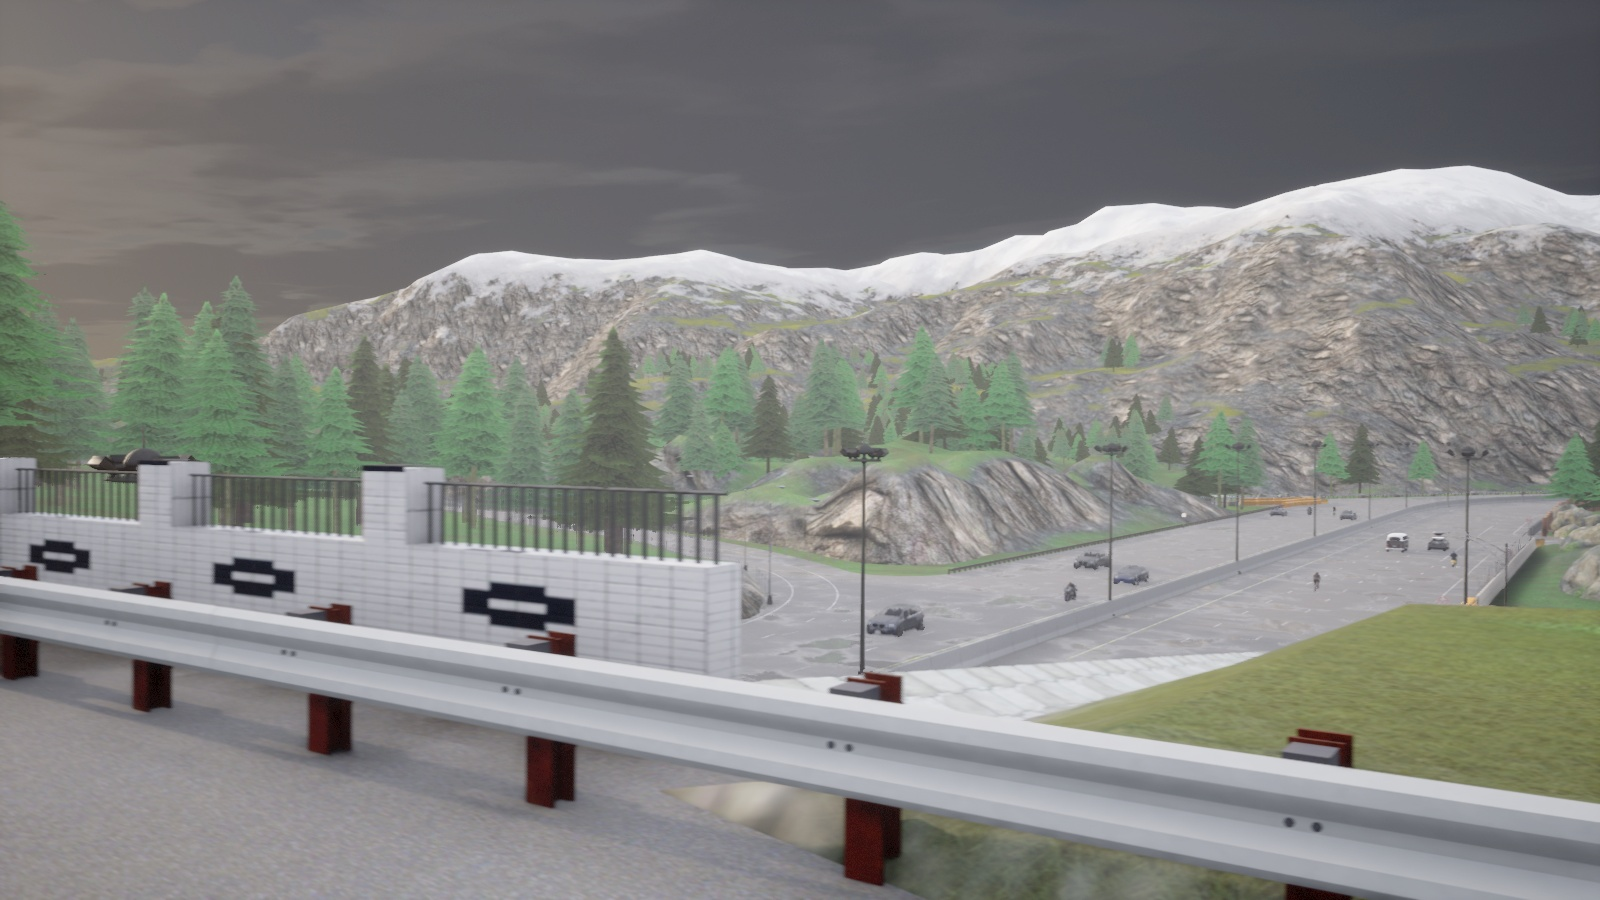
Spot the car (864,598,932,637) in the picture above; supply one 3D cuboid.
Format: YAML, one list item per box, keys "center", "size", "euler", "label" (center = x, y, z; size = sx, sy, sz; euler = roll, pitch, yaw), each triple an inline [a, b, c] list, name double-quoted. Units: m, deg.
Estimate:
- center: [6.169, 10.460, 78.649]
  size: [2.242, 1.667, 4.611]
  euler: [0, 1, 33]
  label: "car"

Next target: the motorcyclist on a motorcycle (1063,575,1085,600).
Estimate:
- center: [20.548, 10.306, 94.269]
  size: [0.866, 1.530, 2.191]
  euler: [0, 1, 33]
  label: "motorcyclist on a motorcycle"
